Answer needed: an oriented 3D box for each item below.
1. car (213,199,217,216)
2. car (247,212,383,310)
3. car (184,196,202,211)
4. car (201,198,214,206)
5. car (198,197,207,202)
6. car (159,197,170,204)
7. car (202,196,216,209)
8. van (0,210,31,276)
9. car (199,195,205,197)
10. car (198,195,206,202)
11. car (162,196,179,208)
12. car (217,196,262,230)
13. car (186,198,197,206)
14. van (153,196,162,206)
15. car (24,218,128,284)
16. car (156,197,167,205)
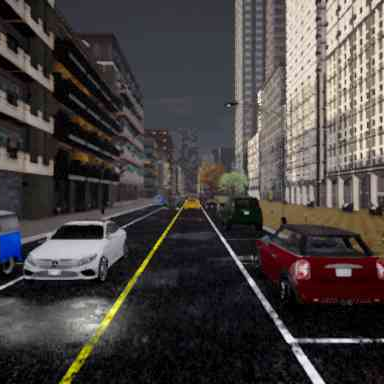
[{"bbox_3d":[3.138,1.588,28.581,1.837,1.490,4.892,0,0,0],"label":"car"},{"bbox_3d":[2.692,1.461,7.843,1.967,1.590,4.097,0,0,0],"label":"car"},{"bbox_3d":[0.038,1.612,43.713,1.882,1.535,5.008,0,0,1],"label":"car"},{"bbox_3d":[2.678,1.751,57.548,1.947,1.339,4.313,0,0,0],"label":"car"},{"bbox_3d":[2.671,1.868,85.163,1.947,1.339,4.313,0,0,0],"label":"car"},{"bbox_3d":[-5.706,1.794,68.593,1.947,1.339,4.313,0,0,0],"label":"car"},{"bbox_3d":[2.681,1.696,46.503,2.008,1.369,4.403,0,0,0],"label":"car"},{"bbox_3d":[-5.689,1.361,7.842,1.690,1.788,3.998,0,0,0],"label":"van"},{"bbox_3d":[2.680,1.480,52.028,2.192,1.841,5.009,0,0,0],"label":"car"},{"bbox_3d":[2.670,1.641,90.687,2.192,1.841,5.009,0,0,0],"label":"car"},{"bbox_3d":[-3.088,1.515,51.627,2.097,1.767,4.553,0,0,0],"label":"car"},{"bbox_3d":[3.102,1.289,21.612,2.150,2.045,5.566,0,0,0],"label":"car"},{"bbox_3d":[0.011,1.794,59.616,1.895,1.301,4.718,0,0,0],"label":"car"},{"bbox_3d":[-5.702,1.525,57.547,1.690,1.788,3.998,0,0,0],"label":"van"},{"bbox_3d":[-3.104,1.551,9.828,1.812,1.442,4.674,0,0,0],"label":"car"},{"bbox_3d":[-5.704,1.730,62.900,1.752,1.417,4.829,0,0,0],"label":"car"}]
